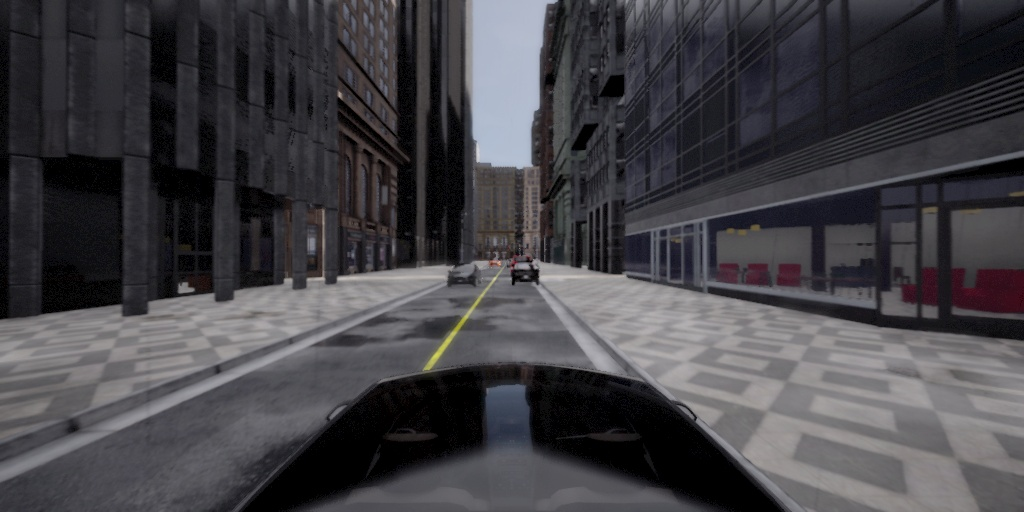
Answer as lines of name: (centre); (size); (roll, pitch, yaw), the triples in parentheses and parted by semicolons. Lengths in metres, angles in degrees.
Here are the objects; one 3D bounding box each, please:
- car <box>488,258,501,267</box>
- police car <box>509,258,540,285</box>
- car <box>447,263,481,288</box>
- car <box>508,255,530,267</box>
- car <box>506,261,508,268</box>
car: (-3.013, 1.100, 63.408); (2.097, 1.767, 4.553); (0, 0, 1)
police car: (0.908, 1.154, 25.742); (1.930, 1.638, 5.238); (0, 0, 0)
car: (-3.090, 1.234, 23.796); (1.837, 1.490, 4.892); (0, 0, 0)
car: (0.912, 0.951, 35.663); (2.150, 2.045, 5.566); (0, 0, 0)
car: (0.021, 1.345, 60.138); (1.895, 1.301, 4.718); (0, 0, 0)
